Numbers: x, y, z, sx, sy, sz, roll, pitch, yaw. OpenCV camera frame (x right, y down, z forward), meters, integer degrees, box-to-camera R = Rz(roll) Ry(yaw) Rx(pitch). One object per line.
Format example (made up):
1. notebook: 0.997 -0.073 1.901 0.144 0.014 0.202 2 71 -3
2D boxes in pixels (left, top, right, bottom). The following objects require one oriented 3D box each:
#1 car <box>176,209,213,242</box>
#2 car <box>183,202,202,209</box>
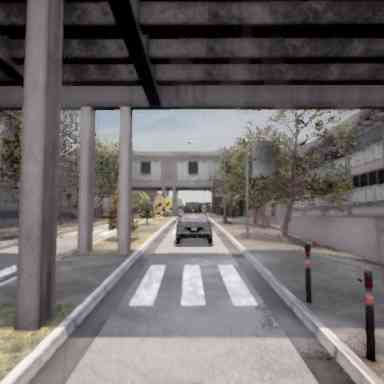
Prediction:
1. car: 0.091 1.808 17.750 2.033 1.411 5.357 0 -1 0
2. car: 0.094 2.267 40.860 2.150 2.045 5.566 0 -2 0
